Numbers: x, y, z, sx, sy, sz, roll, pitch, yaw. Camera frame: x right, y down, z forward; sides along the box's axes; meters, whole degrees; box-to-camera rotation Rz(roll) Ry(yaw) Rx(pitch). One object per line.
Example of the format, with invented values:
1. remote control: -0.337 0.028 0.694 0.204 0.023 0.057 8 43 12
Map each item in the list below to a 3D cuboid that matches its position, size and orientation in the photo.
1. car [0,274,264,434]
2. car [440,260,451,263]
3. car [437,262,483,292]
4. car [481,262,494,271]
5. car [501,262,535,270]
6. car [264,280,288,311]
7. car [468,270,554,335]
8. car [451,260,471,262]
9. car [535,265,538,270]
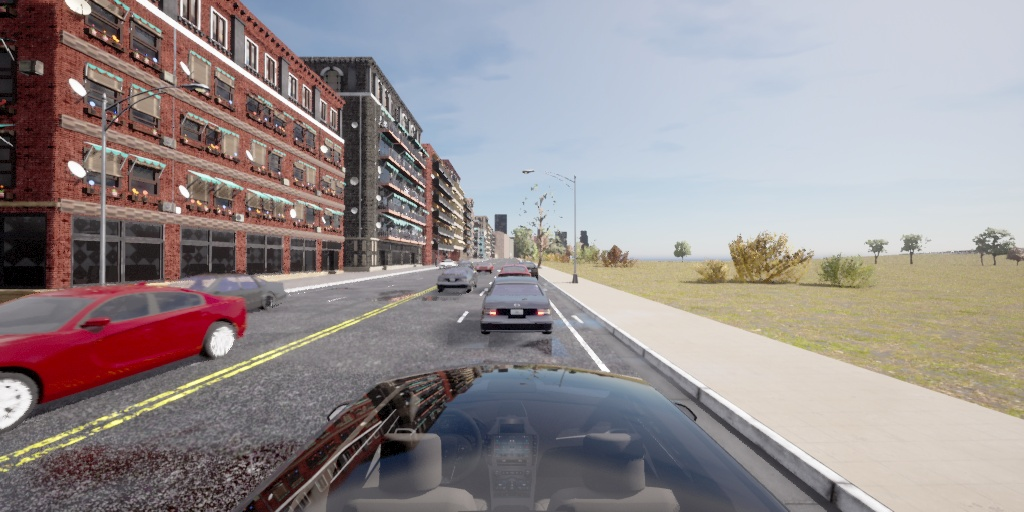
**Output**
1. car: -6.595 1.228 5.569 1.882 1.535 5.008 0 0 0
2. car: -9.745 1.278 53.812 1.812 1.442 4.674 0 0 0
3. car: -3.116 1.301 21.125 2.033 1.411 5.357 0 0 0
4. car: -3.076 1.355 41.110 1.895 1.301 4.718 0 0 0
5. car: 0.138 1.231 21.065 1.882 1.535 5.008 0 0 0
6. car: -9.835 1.299 11.862 2.033 1.411 5.357 0 0 0
7. car: 0.115 1.299 10.525 2.033 1.411 5.357 0 0 0
8. car: -6.509 1.245 49.155 2.128 1.511 4.902 0 0 0
9. car: 1.191 1.232 30.503 1.882 1.535 5.008 0 0 0
